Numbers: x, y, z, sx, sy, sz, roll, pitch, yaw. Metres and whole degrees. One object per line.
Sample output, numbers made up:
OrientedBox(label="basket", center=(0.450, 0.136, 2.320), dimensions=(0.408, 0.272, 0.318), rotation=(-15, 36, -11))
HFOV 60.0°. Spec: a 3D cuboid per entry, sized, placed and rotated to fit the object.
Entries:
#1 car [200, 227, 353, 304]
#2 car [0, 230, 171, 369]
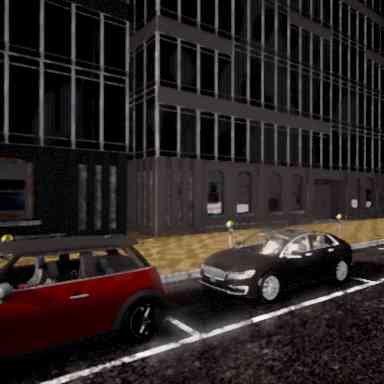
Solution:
OrientedBox(label="car", center=(2.212, 1.579, 8.133), dimensions=(4.403, 1.369, 2.008), rotation=(0, 0, -35))
OrientedBox(label="car", center=(-2.423, 1.443, 4.831), dimensions=(4.097, 1.590, 1.967), rotation=(0, 0, -35))
